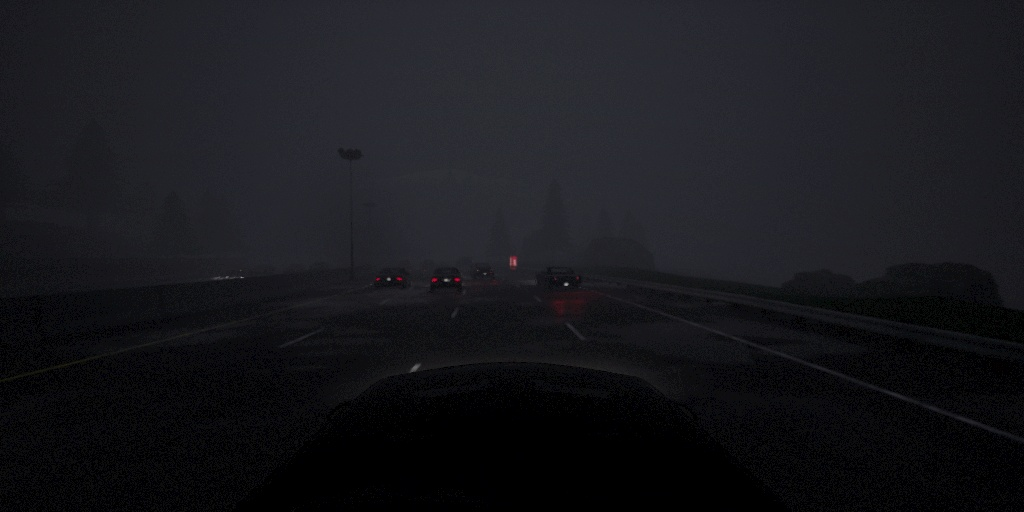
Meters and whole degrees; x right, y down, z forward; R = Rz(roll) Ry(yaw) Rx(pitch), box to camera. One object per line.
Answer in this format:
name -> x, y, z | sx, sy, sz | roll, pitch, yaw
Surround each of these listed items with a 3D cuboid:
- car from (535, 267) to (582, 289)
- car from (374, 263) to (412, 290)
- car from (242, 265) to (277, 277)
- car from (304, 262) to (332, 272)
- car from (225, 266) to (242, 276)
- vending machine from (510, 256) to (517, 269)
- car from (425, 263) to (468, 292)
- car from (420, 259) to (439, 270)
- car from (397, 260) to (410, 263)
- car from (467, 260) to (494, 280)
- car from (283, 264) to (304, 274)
car -> 2.770, 1.311, 22.581 | 1.895, 1.301, 4.718 | -1, 0, -8
car -> -7.783, 1.426, 23.725 | 2.033, 1.411, 5.357 | -1, 0, -11
car -> -31.368, 1.807, 45.158 | 2.033, 1.411, 5.357 | -1, 0, -17
car -> -24.034, 1.495, 44.996 | 2.097, 1.767, 4.553 | -1, 0, -17
car -> -35.787, 1.931, 47.270 | 1.895, 1.301, 4.718 | -1, 0, -19
vending machine -> 0.267, 0.953, 54.820 | 1.100, 2.100, 0.880 | 0, 0, -18
car -> -4.040, 1.366, 22.073 | 2.033, 1.411, 5.357 | -1, 0, -10
car -> -14.138, 1.340, 59.836 | 2.097, 1.767, 4.553 | -1, 0, -22
car -> -18.601, 1.412, 61.562 | 2.097, 1.767, 4.553 | -1, 0, -23
car -> -2.735, 1.326, 32.492 | 1.812, 1.442, 4.674 | -1, 0, -11
car -> -28.274, 1.736, 46.835 | 1.812, 1.442, 4.674 | -1, 0, -18
